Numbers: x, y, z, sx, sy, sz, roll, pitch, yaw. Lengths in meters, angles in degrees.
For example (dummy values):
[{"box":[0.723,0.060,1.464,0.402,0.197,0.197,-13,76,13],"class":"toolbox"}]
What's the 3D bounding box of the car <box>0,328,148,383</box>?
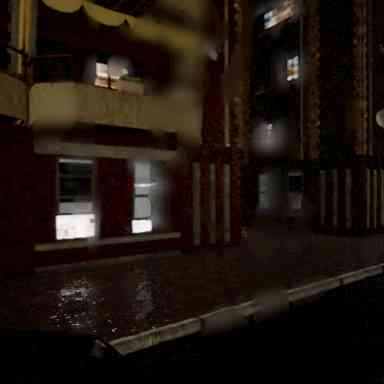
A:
[{"box":[-2.140,1.576,1.541,4.181,1.385,1.994,-1,1,-35],"class":"car"}]
